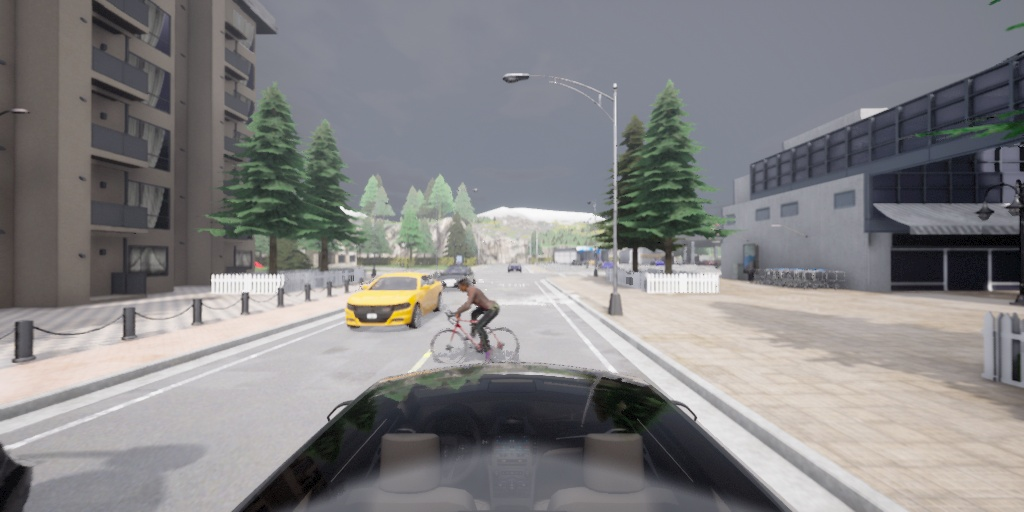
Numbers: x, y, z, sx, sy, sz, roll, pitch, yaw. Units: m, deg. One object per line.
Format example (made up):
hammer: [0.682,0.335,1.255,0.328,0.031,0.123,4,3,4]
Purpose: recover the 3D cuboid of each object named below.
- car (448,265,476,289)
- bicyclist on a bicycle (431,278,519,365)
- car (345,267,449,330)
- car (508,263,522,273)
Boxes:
car: [-3.401,1.341,22.502,2.128,1.511,4.902,0,0,1]
bicyclist on a bicycle: [-0.706,1.226,6.657,1.656,1.620,0.582,-2,0,0]
car: [-3.539,1.275,11.605,1.882,1.535,5.008,0,0,0]
car: [0.377,1.580,48.731,1.895,1.301,4.718,0,0,0]
